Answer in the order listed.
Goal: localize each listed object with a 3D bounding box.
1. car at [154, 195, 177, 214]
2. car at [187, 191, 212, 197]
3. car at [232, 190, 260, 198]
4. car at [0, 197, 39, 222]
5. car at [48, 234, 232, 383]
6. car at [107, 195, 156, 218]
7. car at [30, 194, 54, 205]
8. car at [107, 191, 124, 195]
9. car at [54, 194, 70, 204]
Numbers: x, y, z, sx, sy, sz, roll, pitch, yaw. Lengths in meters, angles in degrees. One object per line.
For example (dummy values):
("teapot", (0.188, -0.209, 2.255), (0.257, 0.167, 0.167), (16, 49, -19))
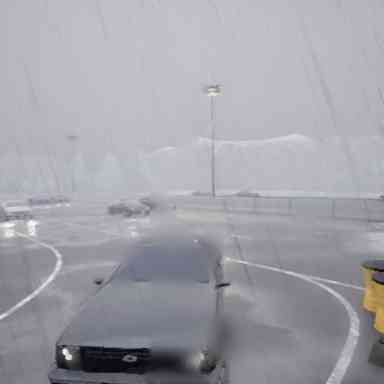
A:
("car", (-3.244, 1.049, 29.351), (2.128, 1.511, 4.902), (-2, 1, -39))
("car", (1.096, 0.558, 51.957), (1.812, 1.442, 4.674), (-2, 2, -39))
("car", (7.907, 0.485, 49.174), (1.812, 1.442, 4.674), (-2, 2, -39))
("car", (-13.494, 1.354, 25.319), (1.812, 1.442, 4.674), (-2, 1, -40))
("car", (-0.342, 1.513, 5.875), (2.033, 1.411, 5.357), (-1, 1, 6))
("car", (-5.045, 1.182, 26.054), (1.812, 1.442, 4.674), (-2, 1, -39))
("car", (-21.050, 1.047, 45.627), (1.882, 1.535, 5.008), (-2, 1, -39))
("car", (-13.685, 0.676, 58.929), (1.837, 1.490, 4.892), (-2, 2, -39))
("car", (-20.146, 1.013, 50.087), (2.033, 1.411, 5.357), (-2, 1, -39))
